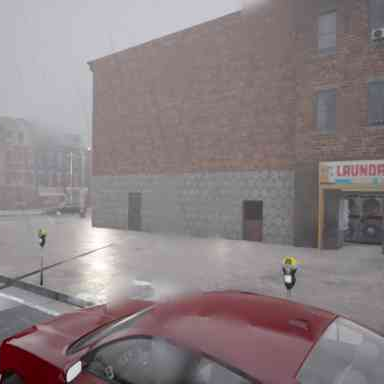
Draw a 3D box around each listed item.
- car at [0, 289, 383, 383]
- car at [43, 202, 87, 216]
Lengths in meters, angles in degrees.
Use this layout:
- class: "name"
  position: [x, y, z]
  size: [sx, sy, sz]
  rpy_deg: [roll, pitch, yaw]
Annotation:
- class: "car"
  position: [0.132, 1.544, 2.704]
  size: [4.507, 1.381, 1.887]
  rpy_deg: [0, 1, 36]
- class: "car"
  position: [-14.203, 1.854, 37.360]
  size: [1.837, 1.490, 4.892]
  rpy_deg: [1, 0, 36]
